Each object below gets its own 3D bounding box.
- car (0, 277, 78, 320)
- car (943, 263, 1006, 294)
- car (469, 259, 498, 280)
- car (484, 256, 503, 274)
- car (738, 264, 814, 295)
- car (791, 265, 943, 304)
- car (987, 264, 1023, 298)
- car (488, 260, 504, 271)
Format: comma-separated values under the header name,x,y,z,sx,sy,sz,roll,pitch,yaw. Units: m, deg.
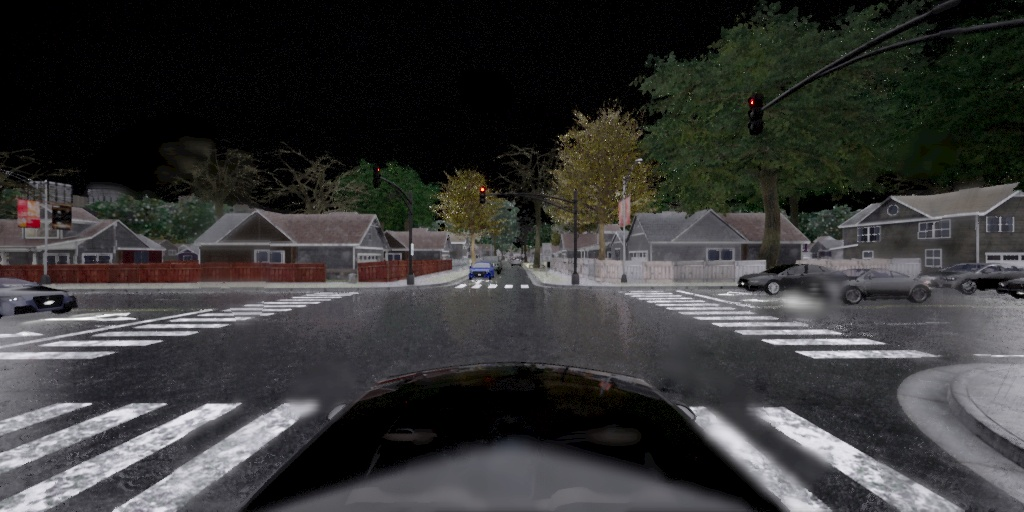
name,x,y,z,sx,sy,sz,roll,pitch,yaw
car,-17.598,1.410,12.136,4.181,1.385,1.994,0,0,1
car,23.592,1.093,18.182,4.902,1.511,2.128,0,0,1
car,-2.594,1.241,31.411,1.882,1.535,5.008,0,0,1
car,-2.400,0.994,41.647,2.150,2.045,5.566,0,0,1
car,14.263,1.159,18.319,4.892,1.490,1.837,0,0,2
car,14.717,1.217,15.071,4.181,1.385,1.994,0,0,1
car,23.954,1.149,14.925,5.357,1.411,2.033,0,0,1
car,-2.269,1.331,51.964,2.033,1.411,5.357,0,0,1
